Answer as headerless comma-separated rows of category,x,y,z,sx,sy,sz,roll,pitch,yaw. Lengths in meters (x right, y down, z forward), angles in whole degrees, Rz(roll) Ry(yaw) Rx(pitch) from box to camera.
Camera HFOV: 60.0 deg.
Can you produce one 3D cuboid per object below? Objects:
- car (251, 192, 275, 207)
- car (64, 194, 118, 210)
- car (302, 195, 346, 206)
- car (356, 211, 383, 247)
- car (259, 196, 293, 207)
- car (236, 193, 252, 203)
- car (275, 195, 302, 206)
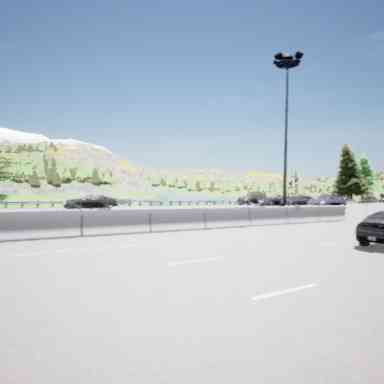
car,10.037,1.039,40.217,4.902,1.511,2.128,1,1,-34
car,-9.469,0.974,31.367,4.902,1.511,2.128,1,1,-34
car,13.987,1.008,34.435,4.553,1.767,2.097,1,1,-34
car,8.808,1.539,13.918,4.892,1.490,1.837,1,1,-34
car,11.528,1.304,45.492,4.674,1.442,1.812,1,0,-34
car,7.854,0.768,42.959,4.553,1.767,2.097,-1,2,-34
car,11.999,1.083,37.319,4.892,1.490,1.837,1,1,-34
